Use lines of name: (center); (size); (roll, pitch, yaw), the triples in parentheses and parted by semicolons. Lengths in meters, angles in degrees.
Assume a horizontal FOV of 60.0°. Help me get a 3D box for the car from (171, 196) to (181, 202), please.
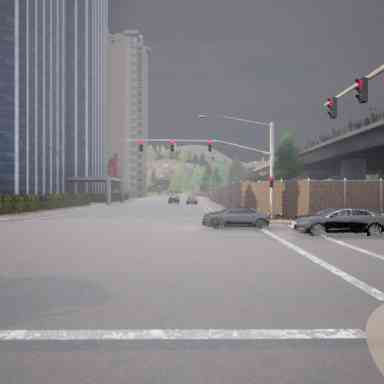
car: (-3.628, 1.540, 74.499); (2.033, 1.411, 5.357); (0, 0, 0)

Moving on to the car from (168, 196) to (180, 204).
car: (-3.513, 1.478, 64.282); (1.882, 1.535, 5.008); (0, 0, 0)

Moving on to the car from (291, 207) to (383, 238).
car: (7.749, 1.543, 17.495); (4.902, 1.511, 2.128); (0, 0, 0)

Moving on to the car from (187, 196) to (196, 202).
car: (-0.129, 1.595, 74.641); (1.895, 1.301, 4.718); (0, 0, 0)

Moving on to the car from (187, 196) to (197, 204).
car: (-0.006, 1.564, 61.816); (1.994, 1.385, 4.181); (0, 0, 0)

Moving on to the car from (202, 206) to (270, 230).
car: (2.746, 1.594, 20.975); (4.181, 1.385, 1.994); (0, 0, 0)
